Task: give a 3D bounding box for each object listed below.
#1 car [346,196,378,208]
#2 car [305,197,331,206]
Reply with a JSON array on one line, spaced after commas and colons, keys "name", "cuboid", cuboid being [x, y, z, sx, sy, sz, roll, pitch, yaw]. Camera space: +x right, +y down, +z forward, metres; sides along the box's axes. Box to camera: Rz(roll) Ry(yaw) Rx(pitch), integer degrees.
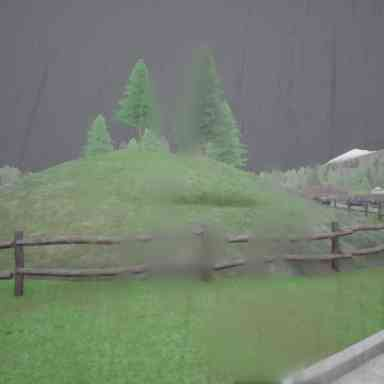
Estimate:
[{"name": "car", "cuboid": [24.825, 1.352, 48.726, 2.097, 1.767, 4.553, 0, 0, -16]}, {"name": "car", "cuboid": [20.061, 1.505, 53.074, 1.837, 1.490, 4.892, 0, 0, -15]}]
